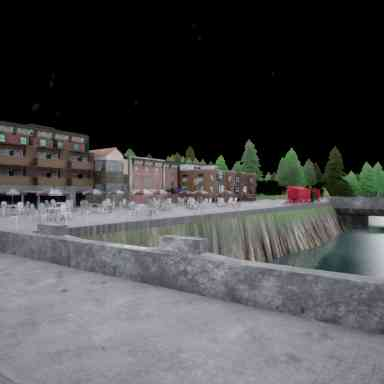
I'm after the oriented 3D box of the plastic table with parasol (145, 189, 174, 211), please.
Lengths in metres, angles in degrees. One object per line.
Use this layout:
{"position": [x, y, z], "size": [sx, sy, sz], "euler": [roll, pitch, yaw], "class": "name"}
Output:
{"position": [-3.888, 0.925, 39.812], "size": [2.482, 2.480, 2.482], "euler": [0, 0, 35], "class": "plastic table with parasol"}
